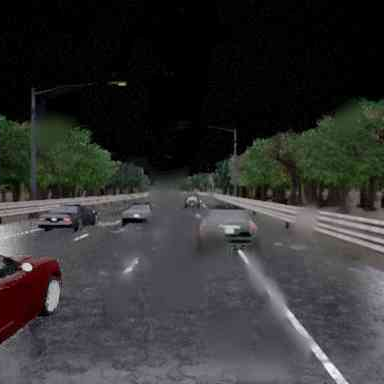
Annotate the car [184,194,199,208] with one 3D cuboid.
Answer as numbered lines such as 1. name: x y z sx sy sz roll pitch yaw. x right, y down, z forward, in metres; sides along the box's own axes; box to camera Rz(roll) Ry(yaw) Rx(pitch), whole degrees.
1. car: 0.056 1.268 41.641 1.812 1.442 4.674 0 0 1

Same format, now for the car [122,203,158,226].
1. car: -3.411 1.424 22.427 1.994 1.385 4.181 0 0 0

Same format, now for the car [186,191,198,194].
1. car: -0.026 0.902 52.064 2.150 2.045 5.566 0 0 0

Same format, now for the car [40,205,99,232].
1. car: -6.907 1.428 19.168 2.033 1.411 5.357 0 0 0

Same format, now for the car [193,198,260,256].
1. car: 1.219 1.270 12.964 2.097 1.767 4.553 0 0 0

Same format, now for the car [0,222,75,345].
1. car: -3.401 1.450 4.325 1.882 1.535 5.008 0 0 0
